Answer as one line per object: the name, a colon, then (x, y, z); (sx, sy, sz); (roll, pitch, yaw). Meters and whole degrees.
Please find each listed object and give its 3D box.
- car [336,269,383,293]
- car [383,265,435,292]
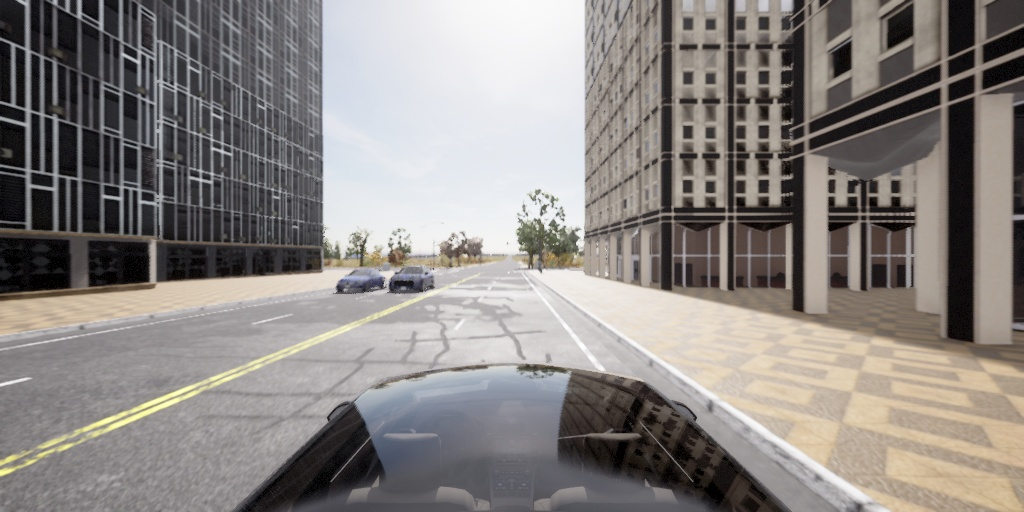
car: (-9.841, 1.578, 23.772); (1.812, 1.442, 4.674); (0, -1, 0)
car: (-6.590, 1.408, 24.012); (2.097, 1.767, 4.553); (0, -1, 0)
